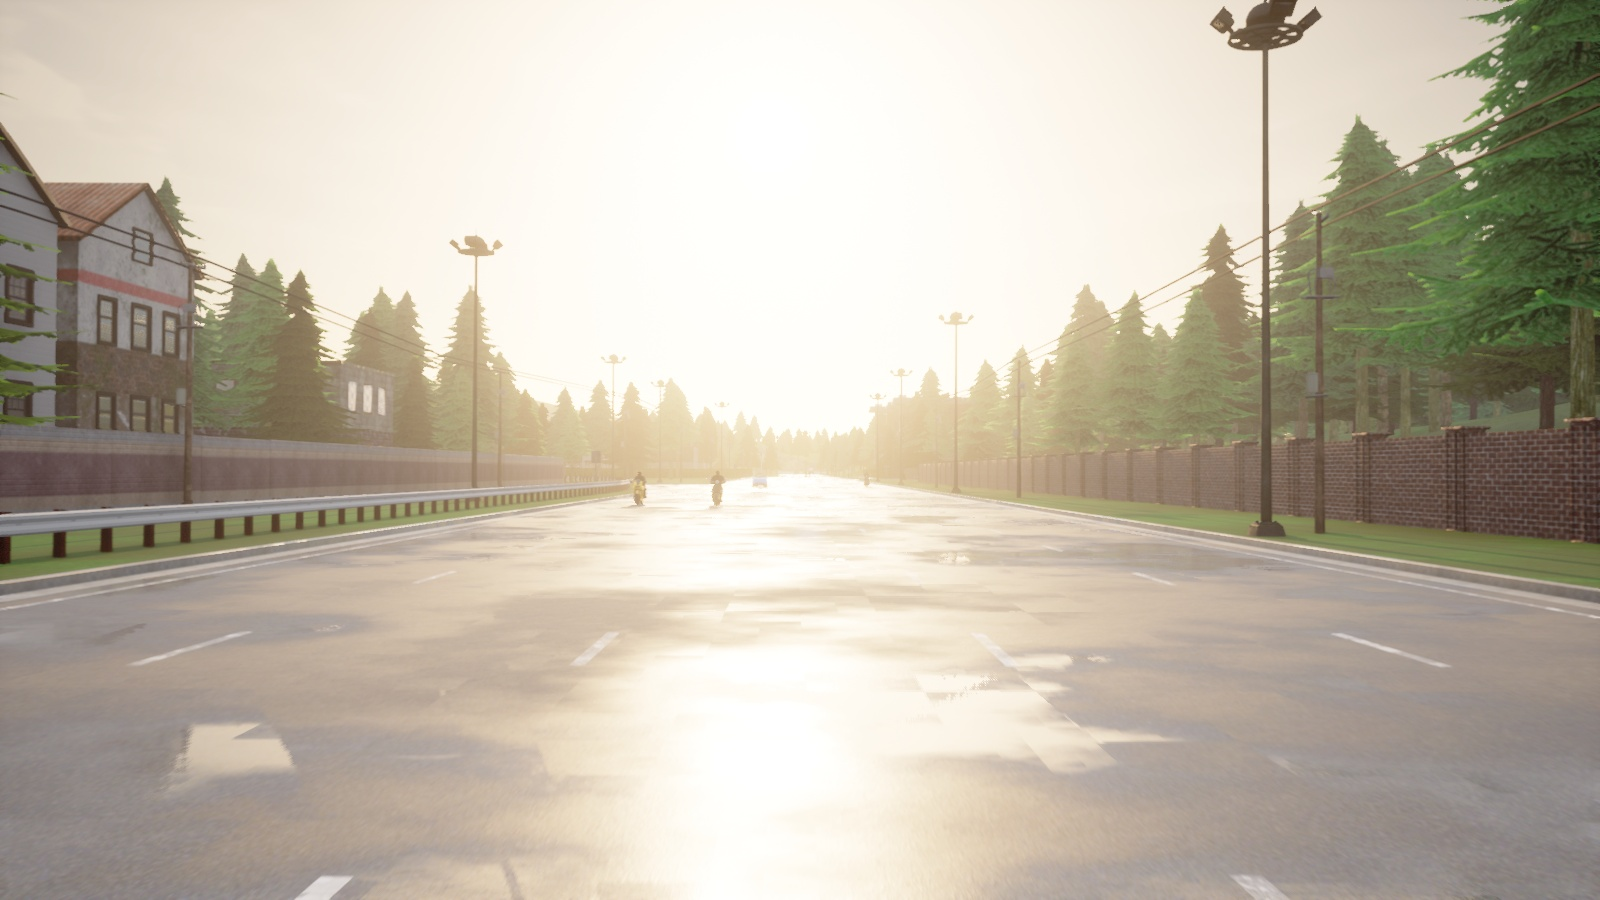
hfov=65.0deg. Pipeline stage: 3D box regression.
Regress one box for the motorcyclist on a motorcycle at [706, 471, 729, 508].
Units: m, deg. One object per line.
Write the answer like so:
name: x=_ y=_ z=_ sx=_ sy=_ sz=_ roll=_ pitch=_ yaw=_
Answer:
motorcyclist on a motorcycle: x=-3.633 y=1.709 z=55.314 sx=0.866 sy=1.590 sz=1.817 roll=0 pitch=-1 yaw=0

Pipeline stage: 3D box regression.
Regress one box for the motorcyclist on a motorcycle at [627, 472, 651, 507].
motorcyclist on a motorcycle: x=-7.134 y=1.759 z=55.770 sx=0.797 sy=1.523 sz=2.044 roll=0 pitch=-1 yaw=0
